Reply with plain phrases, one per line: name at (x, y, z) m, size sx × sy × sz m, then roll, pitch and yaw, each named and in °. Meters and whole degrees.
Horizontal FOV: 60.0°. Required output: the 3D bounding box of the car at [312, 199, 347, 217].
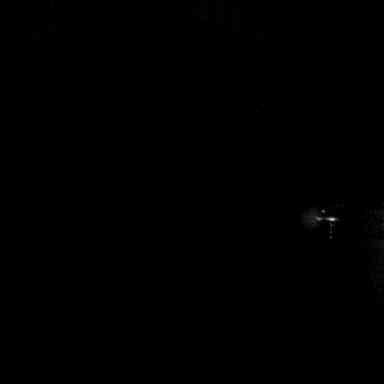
car at (11.655, 1.319, 28.049) m, size 1.994 × 1.385 × 4.181 m, roll 0°, pitch 1°, yaw 38°
